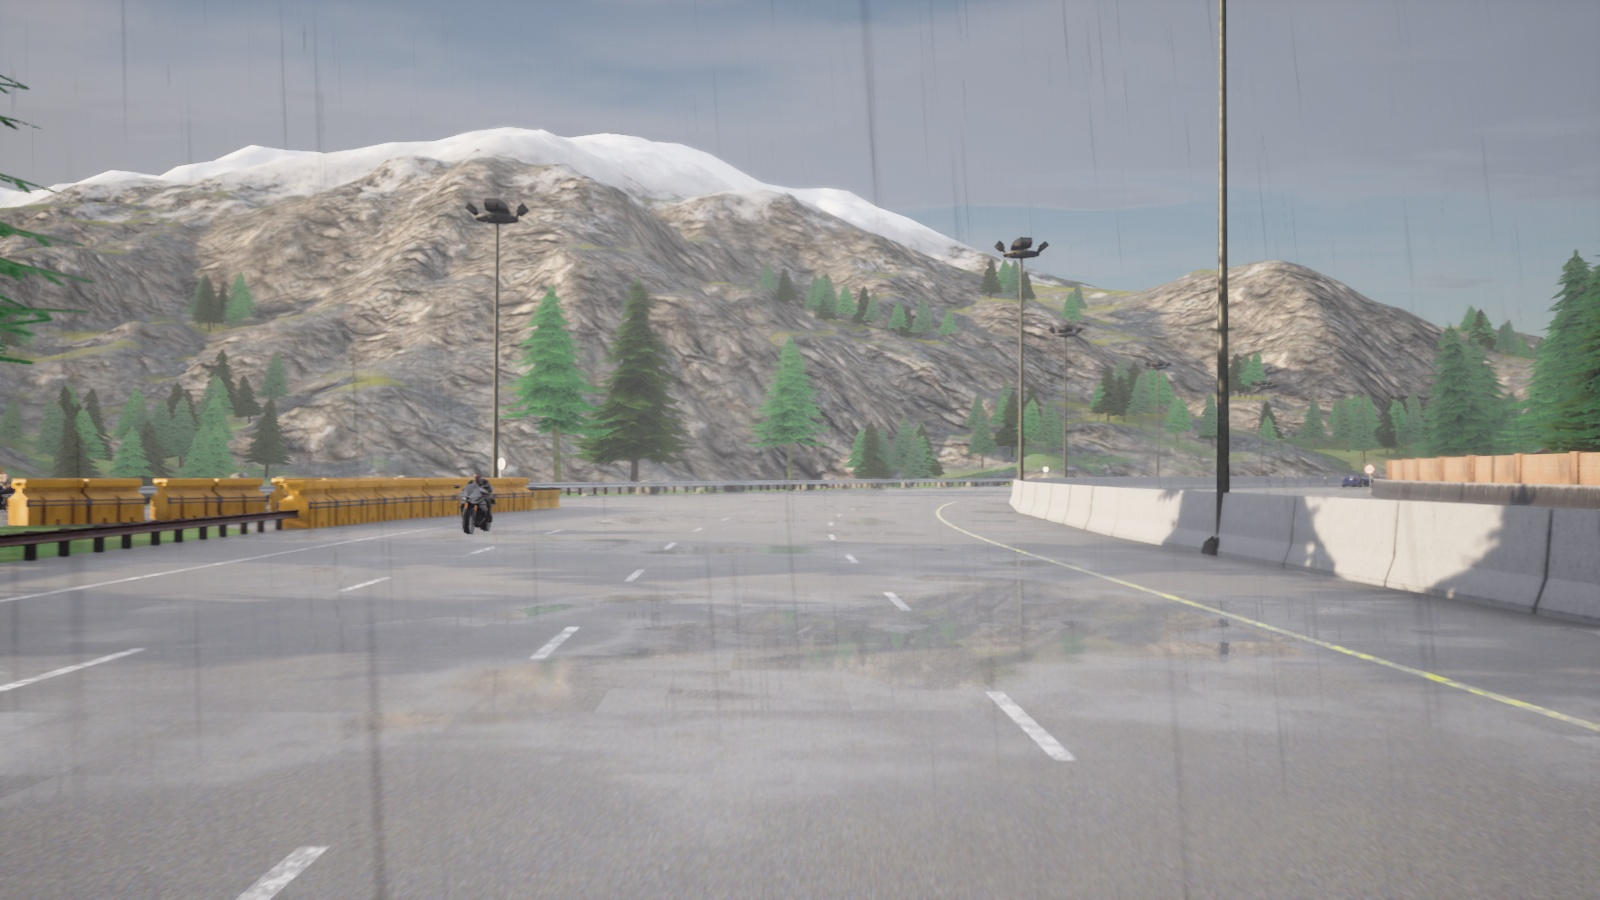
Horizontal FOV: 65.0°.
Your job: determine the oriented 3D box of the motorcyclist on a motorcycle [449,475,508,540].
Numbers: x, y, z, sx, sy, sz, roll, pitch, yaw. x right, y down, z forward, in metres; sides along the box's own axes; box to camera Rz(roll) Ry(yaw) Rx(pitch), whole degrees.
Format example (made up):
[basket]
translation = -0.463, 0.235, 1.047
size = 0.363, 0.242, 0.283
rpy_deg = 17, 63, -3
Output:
[motorcyclist on a motorcycle]
translation = -7.913, 1.397, 30.980
size = 0.866, 1.530, 2.191
rpy_deg = 0, -1, 1
